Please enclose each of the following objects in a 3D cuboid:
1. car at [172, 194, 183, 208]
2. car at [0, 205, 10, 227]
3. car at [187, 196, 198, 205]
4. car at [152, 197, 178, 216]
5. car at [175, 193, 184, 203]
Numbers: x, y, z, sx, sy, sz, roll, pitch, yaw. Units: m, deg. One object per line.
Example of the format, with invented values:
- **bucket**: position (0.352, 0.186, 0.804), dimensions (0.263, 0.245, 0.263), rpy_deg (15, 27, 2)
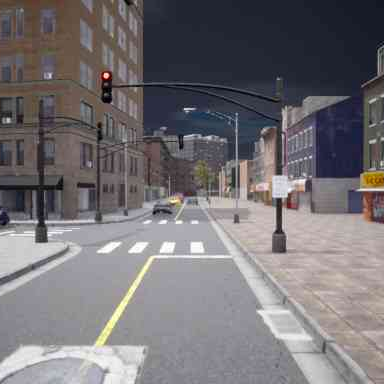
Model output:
- **car**: position (-2.829, 1.491, 49.938), dimensions (1.882, 1.535, 5.008), rpy_deg (0, 0, 0)
- **car**: position (-14.316, 1.416, 21.404), dimensions (4.553, 1.767, 2.097), rpy_deg (0, 0, 8)
- **car**: position (0.118, 1.510, 59.158), dimensions (2.128, 1.511, 4.902), rpy_deg (0, 0, 0)
- **car**: position (-2.838, 1.553, 33.344), dimensions (2.033, 1.411, 5.357), rpy_deg (0, 0, 0)
- **car**: position (-2.730, 1.305, 66.977), dimensions (2.150, 2.045, 5.566), rpy_deg (0, 0, 0)
